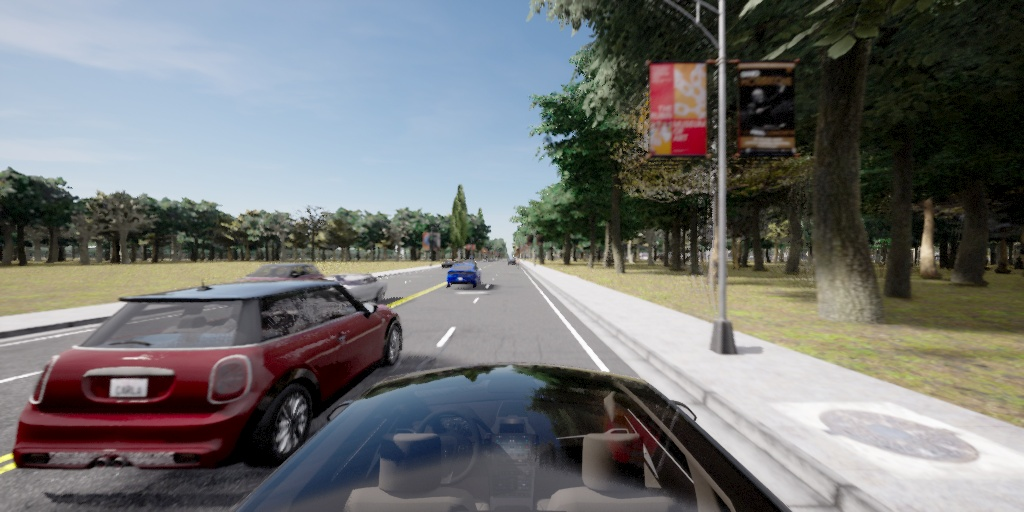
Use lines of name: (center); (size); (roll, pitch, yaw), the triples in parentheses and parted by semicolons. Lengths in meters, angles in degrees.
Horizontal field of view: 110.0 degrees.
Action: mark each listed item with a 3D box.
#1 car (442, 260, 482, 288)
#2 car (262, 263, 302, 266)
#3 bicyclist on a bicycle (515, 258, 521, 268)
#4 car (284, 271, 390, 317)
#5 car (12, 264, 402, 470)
car: (-3.144, 1.236, 24.167); (1.882, 1.535, 5.008); (0, 0, 0)
car: (-9.845, 1.106, 15.224); (2.097, 1.767, 4.553); (0, 0, 0)
bicyclist on a bicycle: (0.897, 1.219, 52.703); (0.866, 1.612, 1.509); (0, 0, 0)
car: (-6.598, 1.354, 14.210); (1.895, 1.301, 4.718); (0, 0, 0)
car: (-3.151, 1.103, 5.075); (2.097, 1.767, 4.553); (0, 0, 0)
